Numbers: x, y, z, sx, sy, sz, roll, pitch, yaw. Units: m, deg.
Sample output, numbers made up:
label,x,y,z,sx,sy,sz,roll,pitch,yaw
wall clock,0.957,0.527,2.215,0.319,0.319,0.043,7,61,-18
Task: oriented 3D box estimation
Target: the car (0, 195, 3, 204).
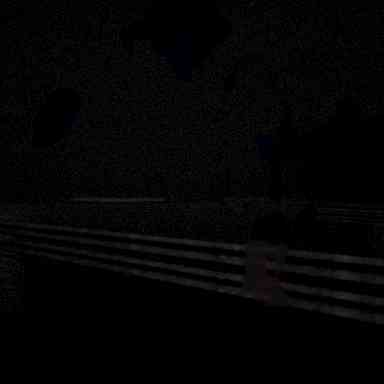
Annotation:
label,x,y,z,sx,sy,sz,roll,pitch,yaw
car,-45.541,1.710,75.313,5.566,2.045,2.150,0,0,3
